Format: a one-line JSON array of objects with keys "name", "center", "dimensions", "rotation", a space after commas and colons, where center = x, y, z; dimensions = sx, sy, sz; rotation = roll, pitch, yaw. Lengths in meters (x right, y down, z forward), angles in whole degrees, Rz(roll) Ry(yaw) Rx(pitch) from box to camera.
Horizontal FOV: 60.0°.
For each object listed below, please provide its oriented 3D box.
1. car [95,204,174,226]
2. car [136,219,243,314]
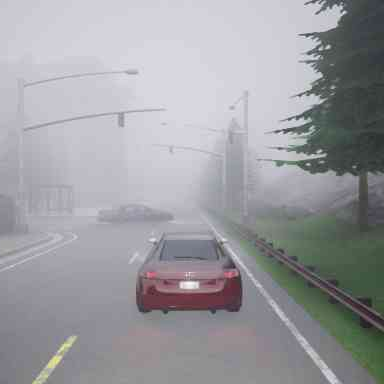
[{"name": "car", "center": [-4.018, 1.541, 23.466], "dimensions": [5.357, 1.411, 2.033], "rotation": [0, 0, -25]}, {"name": "car", "center": [-0.077, 1.564, 7.696], "dimensions": [1.994, 1.385, 4.181], "rotation": [0, 0, -1]}]
